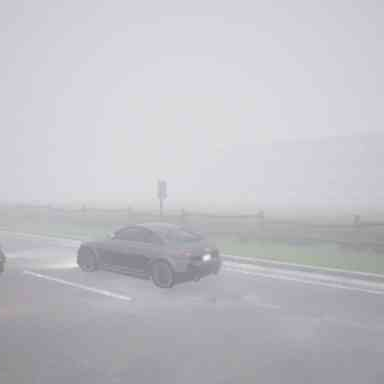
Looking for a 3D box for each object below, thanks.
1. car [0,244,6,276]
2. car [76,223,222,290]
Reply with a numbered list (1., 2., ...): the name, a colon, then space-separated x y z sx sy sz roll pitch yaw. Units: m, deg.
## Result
1. car: -6.638 1.512 8.678 4.674 1.442 1.812 0 0 35
2. car: -1.276 1.547 9.154 4.181 1.385 1.994 0 0 35
